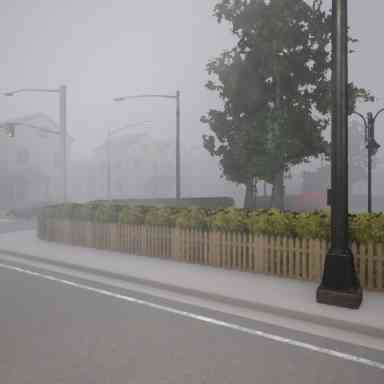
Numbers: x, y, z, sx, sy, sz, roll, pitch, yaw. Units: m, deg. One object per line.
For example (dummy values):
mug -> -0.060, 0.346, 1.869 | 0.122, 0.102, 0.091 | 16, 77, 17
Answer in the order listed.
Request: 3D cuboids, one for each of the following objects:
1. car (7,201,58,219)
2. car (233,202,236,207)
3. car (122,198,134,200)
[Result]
car -> -13.288, 1.547, 29.468 | 2.033, 1.411, 5.357 | 0, 0, 35
car -> 4.875, 1.564, 49.126 | 1.994, 1.385, 4.181 | 0, 0, 35
car -> -7.348, 1.491, 38.016 | 2.128, 1.511, 4.902 | 0, 0, 35
